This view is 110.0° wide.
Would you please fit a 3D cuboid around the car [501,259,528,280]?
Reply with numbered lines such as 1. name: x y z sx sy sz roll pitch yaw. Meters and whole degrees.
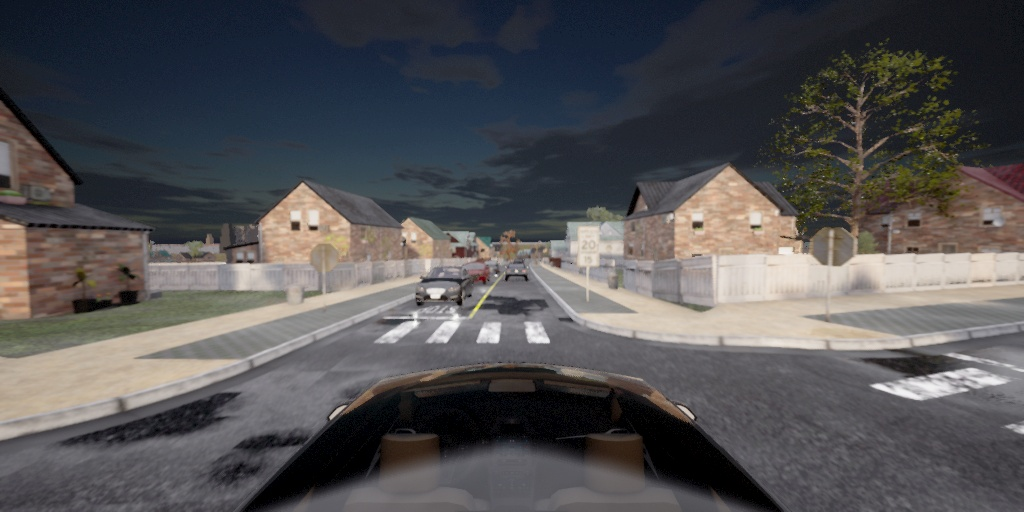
1. car: 0.395 1.223 30.198 2.033 1.411 5.357 0 0 1

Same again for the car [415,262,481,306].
1. car: -2.763 1.190 15.477 2.128 1.511 4.902 0 0 1

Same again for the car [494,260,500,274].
1. car: -2.326 1.199 39.523 1.812 1.442 4.674 0 0 2

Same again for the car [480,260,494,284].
1. car: -2.625 1.155 25.893 1.882 1.535 5.008 0 0 1
